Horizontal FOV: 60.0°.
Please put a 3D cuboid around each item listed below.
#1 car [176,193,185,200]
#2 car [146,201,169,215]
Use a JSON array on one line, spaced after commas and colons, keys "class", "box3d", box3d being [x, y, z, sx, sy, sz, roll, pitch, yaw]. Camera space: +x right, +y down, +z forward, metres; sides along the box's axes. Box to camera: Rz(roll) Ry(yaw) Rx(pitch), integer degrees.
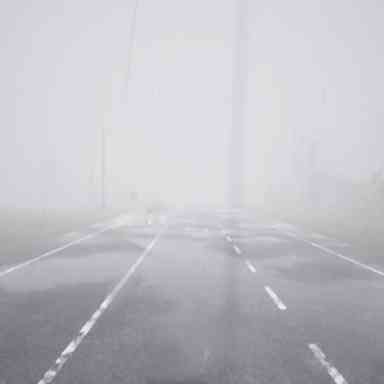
[{"class": "car", "box3d": [-3.270, 1.217, 93.292, 2.150, 2.045, 5.566, 0, 0, 0]}, {"class": "car", "box3d": [-3.447, 1.586, 33.954, 1.994, 1.385, 4.181, 0, 0, 0]}]
